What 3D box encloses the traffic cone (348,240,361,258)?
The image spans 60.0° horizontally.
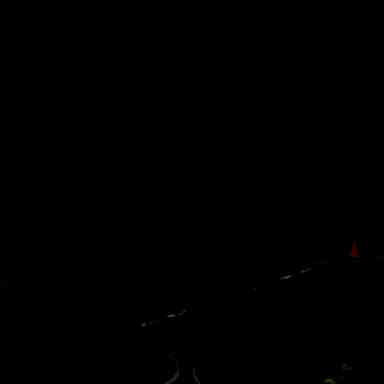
[{"bbox_3d":[5.838,2.028,11.949,0.340,0.580,0.340,-1,-1,43],"label":"traffic cone"}]

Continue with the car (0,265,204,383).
[{"bbox_3d":[-1.975,1.382,1.330,4.553,1.767,2.097,0,-1,-42],"label":"car"}]
